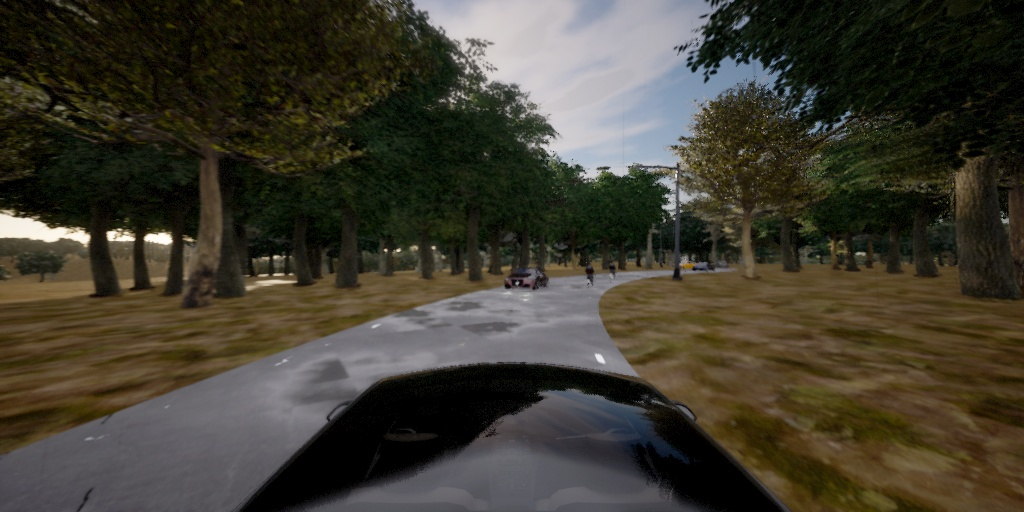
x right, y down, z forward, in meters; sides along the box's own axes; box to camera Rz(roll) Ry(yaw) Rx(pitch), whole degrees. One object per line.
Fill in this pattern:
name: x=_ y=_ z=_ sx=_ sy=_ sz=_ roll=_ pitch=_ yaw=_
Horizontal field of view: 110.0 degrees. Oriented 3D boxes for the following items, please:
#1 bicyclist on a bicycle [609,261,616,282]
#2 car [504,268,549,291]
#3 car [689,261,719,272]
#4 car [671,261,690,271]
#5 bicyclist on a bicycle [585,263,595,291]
bicyclist on a bicycle: x=8.577 y=1.327 z=30.496 sx=0.659 sy=1.776 sz=1.843 roll=1 pitch=0 yaw=28
car: x=1.006 y=1.442 z=23.130 sx=1.994 sy=1.385 sz=4.181 roll=0 pitch=0 yaw=21
car: x=28.926 y=1.602 z=53.877 sx=4.181 sy=1.385 sz=1.994 roll=0 pitch=0 yaw=-41
car: x=26.795 y=1.495 z=56.050 sx=5.008 sy=1.535 sz=1.882 roll=0 pitch=0 yaw=-39
bicyclist on a bicycle: x=4.944 y=1.290 z=22.667 sx=0.659 sy=1.776 sz=1.843 roll=1 pitch=0 yaw=20
